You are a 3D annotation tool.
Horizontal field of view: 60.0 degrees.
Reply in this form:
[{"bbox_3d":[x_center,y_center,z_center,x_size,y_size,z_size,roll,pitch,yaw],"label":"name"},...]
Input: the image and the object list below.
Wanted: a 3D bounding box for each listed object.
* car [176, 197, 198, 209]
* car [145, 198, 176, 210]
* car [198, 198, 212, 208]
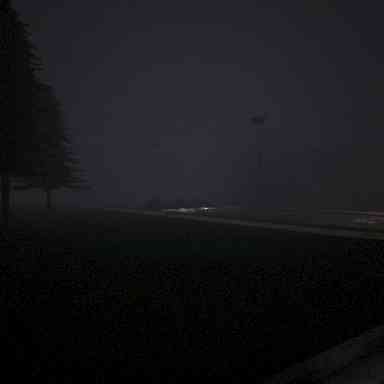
[{"bbox_3d":[-1.608,1.472,44.957,1.812,1.442,4.674,0,0,-36],"label":"car"},{"bbox_3d":[-4.447,1.480,42.910,1.812,1.442,4.674,0,0,-36],"label":"car"},{"bbox_3d":[0.973,1.502,47.351,1.994,1.385,4.181,0,0,-36],"label":"car"}]
